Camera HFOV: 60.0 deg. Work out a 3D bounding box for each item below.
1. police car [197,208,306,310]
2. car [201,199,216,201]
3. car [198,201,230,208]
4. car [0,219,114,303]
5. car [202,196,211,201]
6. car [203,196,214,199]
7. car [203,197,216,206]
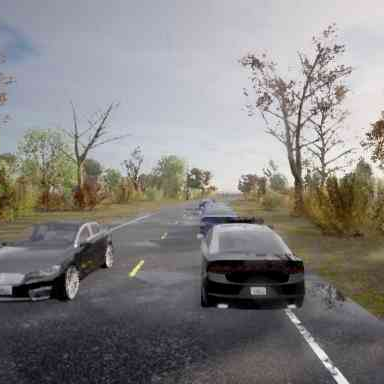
[{"bbox_3d":[1.145,1.428,8.069,1.930,1.638,5.238,0,0,1],"label":"police car"},{"bbox_3d":[1.648,1.492,23.881,1.882,1.535,5.008,0,0,3],"label":"car"},{"bbox_3d":[1.411,1.486,17.912,1.882,1.535,5.008,0,0,2],"label":"car"},{"bbox_3d":[-3.356,1.494,8.422,2.128,1.511,4.902,0,0,1],"label":"car"},{"bbox_3d":[4.216,1.897,94.433,1.994,1.385,4.181,0,0,9],"label":"car"},{"bbox_3d":[2.048,1.605,46.562,1.812,1.442,4.674,0,0,6],"label":"car"},{"bbox_3d":[3.211,1.637,60.344,2.128,1.511,4.902,0,0,6],"label":"car"}]
